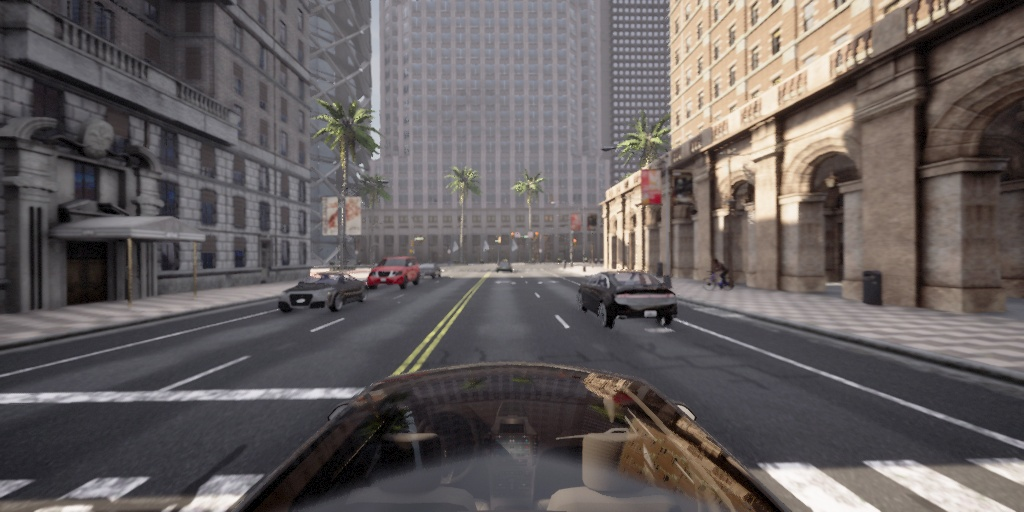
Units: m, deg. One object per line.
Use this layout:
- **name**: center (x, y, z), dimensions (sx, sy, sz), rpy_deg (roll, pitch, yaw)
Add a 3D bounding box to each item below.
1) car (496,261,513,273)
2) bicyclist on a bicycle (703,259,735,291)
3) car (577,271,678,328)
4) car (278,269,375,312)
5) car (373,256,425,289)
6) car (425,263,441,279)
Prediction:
- **car**: center (-0.935, 1.330, 44.107), dimensions (1.994, 1.385, 4.181), rpy_deg (-1, 0, -1)
- **bicyclist on a bicycle**: center (10.420, 0.958, 18.085), dimensions (1.656, 1.620, 0.582), rpy_deg (-1, 0, -2)
- **car**: center (3.341, 1.212, 11.237), dimensions (2.128, 1.511, 4.902), rpy_deg (-1, 0, -2)
- **car**: center (-7.445, 1.384, 14.542), dimensions (1.994, 1.385, 4.181), rpy_deg (-1, 0, -2)
- **car**: center (-7.691, 1.046, 24.005), dimensions (2.150, 2.045, 5.566), rpy_deg (-1, 0, -1)
- **car**: center (-7.873, 1.353, 33.885), dimensions (1.812, 1.442, 4.674), rpy_deg (-1, 0, -1)
